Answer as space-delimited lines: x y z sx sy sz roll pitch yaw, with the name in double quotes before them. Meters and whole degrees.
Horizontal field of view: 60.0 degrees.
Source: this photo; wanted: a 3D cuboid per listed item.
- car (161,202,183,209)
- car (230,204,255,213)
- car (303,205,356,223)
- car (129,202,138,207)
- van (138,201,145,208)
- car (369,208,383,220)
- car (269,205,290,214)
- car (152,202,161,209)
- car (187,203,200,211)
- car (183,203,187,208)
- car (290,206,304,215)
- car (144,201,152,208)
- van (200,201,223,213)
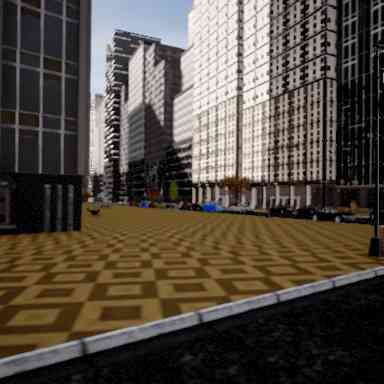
"car" -3.986 2.845 66.010 2.008 1.369 4.403 0 -1 -25
"car" 8.037 2.653 53.848 1.895 1.301 4.718 1 -1 -25
"car" 12.775 2.073 30.387 2.008 1.369 4.403 0 -1 -25
"car" -15.958 3.416 91.453 1.887 1.381 4.507 0 -1 -25
"van" -11.171 2.980 81.279 1.690 1.788 3.998 0 -1 -25
"car" 20.358 2.190 33.952 2.008 1.369 4.403 0 -1 -25
"car" 13.174 2.531 49.220 1.947 1.339 4.313 0 -1 -25
"car" -6.309 2.930 70.946 1.752 1.417 4.829 0 -1 -25
"car" 1.345 2.708 61.013 1.837 1.490 4.892 1 -2 -25
"car" -1.192 3.222 79.753 1.802 1.307 4.206 0 -1 -25
"car" 15.569 2.422 44.131 1.947 1.339 4.313 0 -1 -25
"car" -8.775 3.068 76.188 1.887 1.381 4.507 0 -1 -25
"van" 3.195 2.299 50.747 1.690 1.788 3.998 0 -1 -25
